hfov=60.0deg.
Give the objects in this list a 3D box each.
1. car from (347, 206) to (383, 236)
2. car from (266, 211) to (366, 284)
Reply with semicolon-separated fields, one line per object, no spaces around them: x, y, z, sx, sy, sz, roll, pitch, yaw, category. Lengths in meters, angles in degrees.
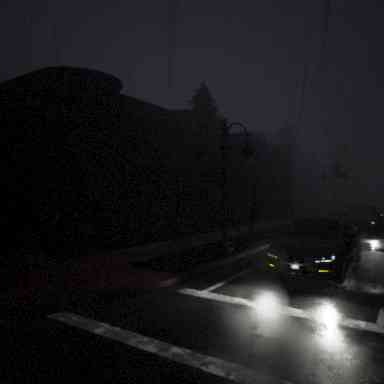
9.452;1.513;18.457;1.812;1.442;4.674;-1;0;34;car
3.755;1.507;9.862;1.837;1.490;4.892;-1;0;33;car
